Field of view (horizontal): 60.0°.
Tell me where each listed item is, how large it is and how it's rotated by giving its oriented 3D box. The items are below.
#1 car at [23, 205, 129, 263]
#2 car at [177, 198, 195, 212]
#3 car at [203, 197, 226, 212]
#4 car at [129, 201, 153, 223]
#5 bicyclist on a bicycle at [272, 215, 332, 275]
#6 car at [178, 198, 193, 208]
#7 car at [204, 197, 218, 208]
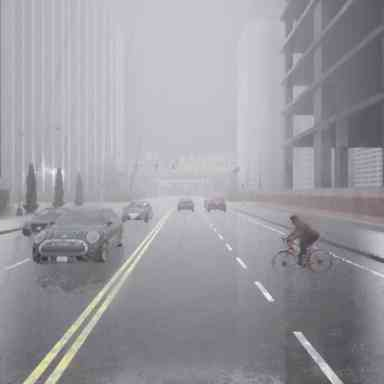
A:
[{"bbox_3d":[-3.810,1.351,11.881,2.097,1.767,4.553,0,0,-1],"label":"car"},{"bbox_3d":[-0.722,1.491,39.254,2.128,1.511,4.902,0,0,-1],"label":"car"},{"bbox_3d":[2.780,1.352,39.141,2.097,1.767,4.553,0,0,-1],"label":"car"},{"bbox_3d":[-4.090,1.491,25.470,2.128,1.511,4.902,0,0,-1],"label":"car"},{"bbox_3d":[2.981,1.448,9.057,1.656,1.620,0.582,-2,0,-1],"label":"bicyclist on a bicycle"},{"bbox_3d":[-0.949,1.563,48.488,1.994,1.385,4.181,0,0,-1],"label":"car"},{"bbox_3d":[2.734,1.504,48.345,1.837,1.490,4.892,0,0,2],"label":"car"}]
